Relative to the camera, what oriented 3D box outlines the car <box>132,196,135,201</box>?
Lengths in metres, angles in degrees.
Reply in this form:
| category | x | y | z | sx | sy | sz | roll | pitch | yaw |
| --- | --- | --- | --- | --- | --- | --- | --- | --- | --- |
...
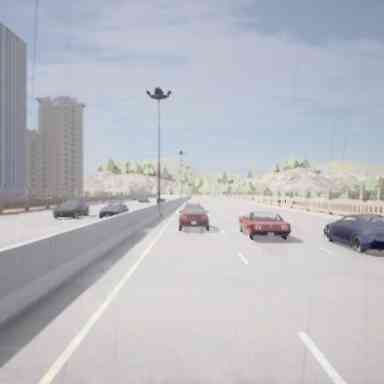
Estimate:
| category | x | y | z | sx | sy | sz | roll | pitch | yaw |
| --- | --- | --- | --- | --- | --- | --- | --- | --- | --- |
| car | -13.428 | 1.563 | 81.339 | 1.994 | 1.385 | 4.181 | 0 | 0 | 2 |

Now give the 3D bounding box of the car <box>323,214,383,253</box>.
| category | x | y | z | sx | sy | sz | roll | pitch | yaw |
| --- | --- | --- | --- | --- | --- | --- | --- | --- | --- |
| car | 7.107 | 1.601 | 13.839 | 1.994 | 1.385 | 4.181 | 0 | 0 | 0 |

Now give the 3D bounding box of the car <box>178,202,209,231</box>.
| category | x | y | z | sx | sy | sz | roll | pitch | yaw |
| --- | --- | --- | --- | --- | --- | --- | --- | --- | --- |
| car | 0.124 | 1.582 | 21.072 | 1.812 | 1.442 | 4.674 | 0 | 0 | 0 |

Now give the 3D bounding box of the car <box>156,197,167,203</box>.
| category | x | y | z | sx | sy | sz | roll | pitch | yaw |
| --- | --- | --- | --- | --- | --- | --- | --- | --- | --- |
| car | -6.677 | 1.789 | 72.748 | 1.895 | 1.301 | 4.718 | 0 | 0 | 2 |

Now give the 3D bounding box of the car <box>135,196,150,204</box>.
| category | x | y | z | sx | sy | sz | roll | pitch | yaw |
| --- | --- | --- | --- | --- | --- | --- | --- | --- | --- |
| car | -10.233 | 1.742 | 70.830 | 1.994 | 1.385 | 4.181 | 0 | 0 | 1 |

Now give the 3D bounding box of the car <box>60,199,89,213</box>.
| category | x | y | z | sx | sy | sz | roll | pitch | yaw |
| --- | --- | --- | --- | --- | --- | --- | --- | --- | --- |
| car | -14.064 | 1.614 | 40.142 | 1.837 | 1.490 | 4.892 | 0 | 0 | 0 |

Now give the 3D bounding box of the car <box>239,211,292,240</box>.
| category | x | y | z | sx | sy | sz | roll | pitch | yaw |
| --- | --- | --- | --- | --- | --- | --- | --- | --- | --- |
| car | 3.607 | 1.648 | 17.379 | 1.895 | 1.301 | 4.718 | 0 | 0 | 0 |

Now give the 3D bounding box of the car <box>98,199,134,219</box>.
| category | x | y | z | sx | sy | sz | roll | pitch | yaw |
| --- | --- | --- | --- | --- | --- | --- | --- | --- | --- |
| car | -7.083 | 1.630 | 30.721 | 2.033 | 1.411 | 5.357 | 0 | 0 | 0 |

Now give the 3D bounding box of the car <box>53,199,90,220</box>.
| category | x | y | z | sx | sy | sz | roll | pitch | yaw |
| --- | --- | --- | --- | --- | --- | --- | --- | --- | --- |
| car | -10.582 | 1.557 | 29.483 | 1.882 | 1.535 | 5.008 | 0 | 0 | 0 |
